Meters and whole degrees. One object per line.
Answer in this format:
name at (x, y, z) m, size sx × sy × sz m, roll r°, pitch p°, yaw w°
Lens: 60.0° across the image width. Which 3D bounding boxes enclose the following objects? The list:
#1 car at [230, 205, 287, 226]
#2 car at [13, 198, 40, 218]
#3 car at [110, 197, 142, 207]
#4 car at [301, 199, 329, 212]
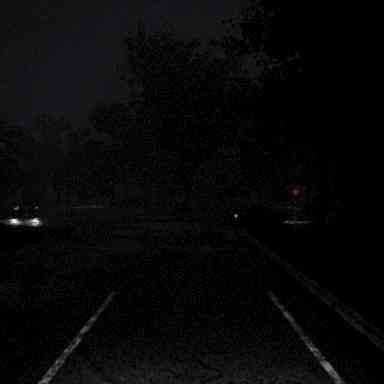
car at (4.766, 1.611, 23.854) m, size 4.181 × 1.385 × 1.994 m, roll 0°, pitch 0°, yaw -31°
car at (-15.259, 1.411, 30.644) m, size 2.097 × 1.767 × 4.553 m, roll 0°, pitch 0°, yaw -27°
car at (-10.313, 1.579, 52.046) m, size 5.008 × 1.535 × 1.882 m, roll 0°, pitch -1°, yaw -30°
car at (14.553, 1.571, 39.636) m, size 2.128 × 1.511 × 4.902 m, roll 0°, pitch 0°, yaw -1°
